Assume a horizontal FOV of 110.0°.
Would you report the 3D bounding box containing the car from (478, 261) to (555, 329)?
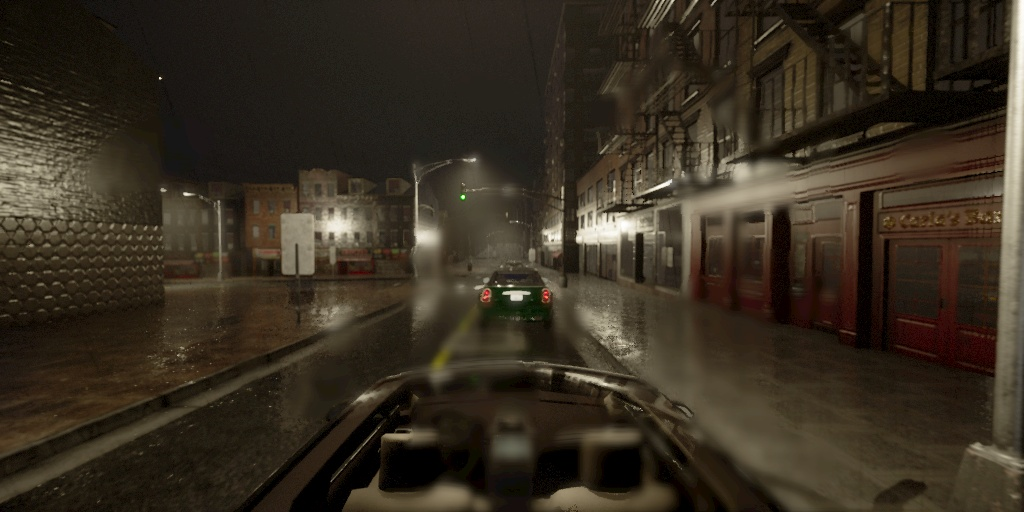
[{"bbox_3d":[0.124,1.125,11.535,2.097,1.767,4.553,0,0,0],"label":"car"}]
